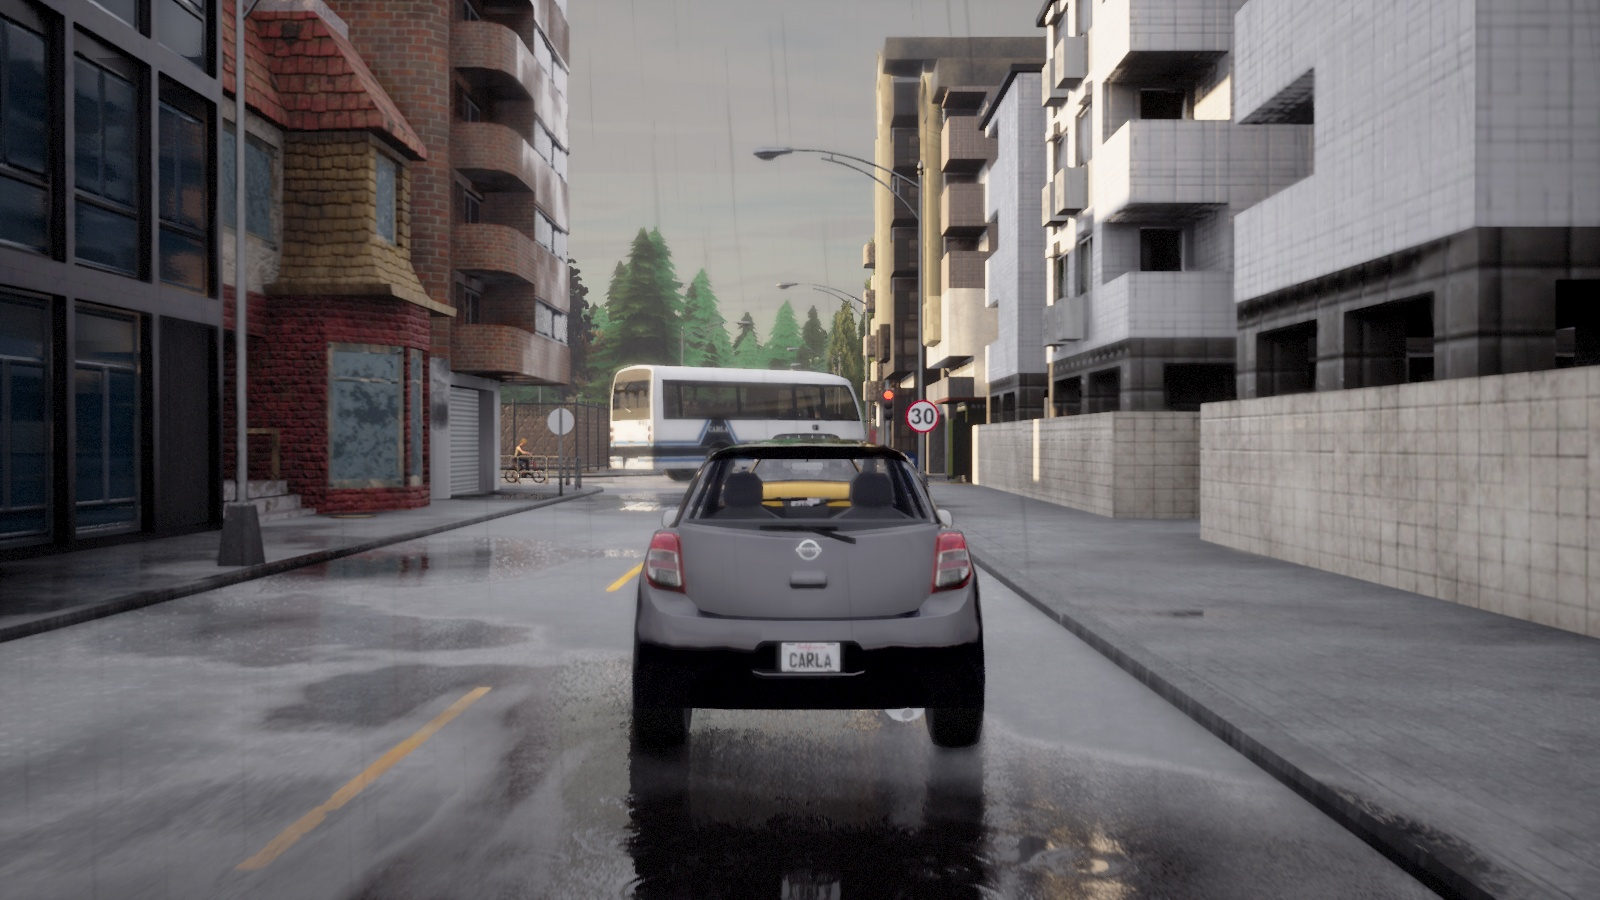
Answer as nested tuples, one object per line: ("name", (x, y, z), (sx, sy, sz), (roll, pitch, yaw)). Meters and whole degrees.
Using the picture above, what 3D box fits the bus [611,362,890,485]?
("bus", (-1.729, -0.951, 48.249), (10.273, 4.253, 3.944), (0, 0, -37))

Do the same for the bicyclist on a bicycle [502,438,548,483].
("bicyclist on a bicycle", (-9.905, 0.382, 45.293), (1.509, 1.612, 0.866), (0, 0, -5))

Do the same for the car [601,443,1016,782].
("car", (0.044, 0.713, 7.405), (1.845, 1.501, 3.633), (0, 0, 0))

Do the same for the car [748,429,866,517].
("car", (0.127, 0.421, 26.175), (2.242, 1.667, 4.611), (0, 0, 0))
